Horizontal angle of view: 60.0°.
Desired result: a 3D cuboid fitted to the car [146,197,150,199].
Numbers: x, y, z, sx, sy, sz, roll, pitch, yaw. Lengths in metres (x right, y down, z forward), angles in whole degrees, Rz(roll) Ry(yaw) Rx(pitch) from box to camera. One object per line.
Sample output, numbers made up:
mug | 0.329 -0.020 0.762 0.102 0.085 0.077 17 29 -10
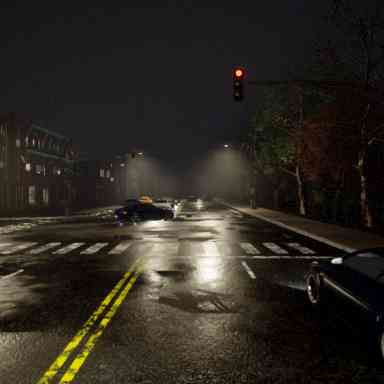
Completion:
car | -6.603 1.463 45.904 1.882 1.535 5.008 0 0 0

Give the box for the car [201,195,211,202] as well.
car | 3.223 1.509 78.568 2.033 1.411 5.357 0 0 0

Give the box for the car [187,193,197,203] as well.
car | 0.080 1.467 67.463 2.128 1.511 4.902 0 0 0

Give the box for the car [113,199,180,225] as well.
car | -3.473 1.520 24.283 4.674 1.442 1.812 0 1 -40

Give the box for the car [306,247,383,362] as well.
car | 3.336 1.563 5.288 1.994 1.385 4.181 0 0 1

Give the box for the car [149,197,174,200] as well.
car | -3.352 1.515 36.972 1.812 1.442 4.674 0 0 0

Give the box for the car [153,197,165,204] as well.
car | -6.557 1.577 65.737 1.895 1.301 4.718 0 0 0

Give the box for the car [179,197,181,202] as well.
car | -3.339 1.581 56.320 1.895 1.301 4.718 0 0 0

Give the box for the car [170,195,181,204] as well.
car | -3.304 1.453 66.596 1.882 1.535 5.008 0 0 0

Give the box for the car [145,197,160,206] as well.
car | -6.595 1.545 55.815 1.994 1.385 4.181 0 0 0

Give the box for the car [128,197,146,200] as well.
car | -6.631 1.515 36.819 1.812 1.442 4.674 0 0 1

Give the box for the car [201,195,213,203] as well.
car | 3.329 1.466 68.383 2.128 1.511 4.902 0 0 0

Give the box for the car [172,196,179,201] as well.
car | -3.354 1.476 46.240 2.128 1.511 4.902 0 0 0

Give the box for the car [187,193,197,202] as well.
car | -0.028 1.194 78.538 2.150 2.045 5.566 0 0 0
